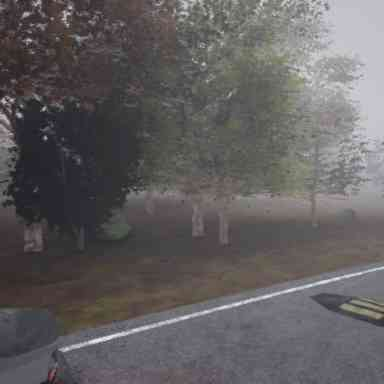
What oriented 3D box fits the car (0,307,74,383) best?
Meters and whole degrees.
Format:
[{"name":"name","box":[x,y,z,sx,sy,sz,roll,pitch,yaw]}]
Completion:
[{"name":"car","box":[-3.176,1.507,1.659,4.892,1.490,1.837,0,0,-35]}]
